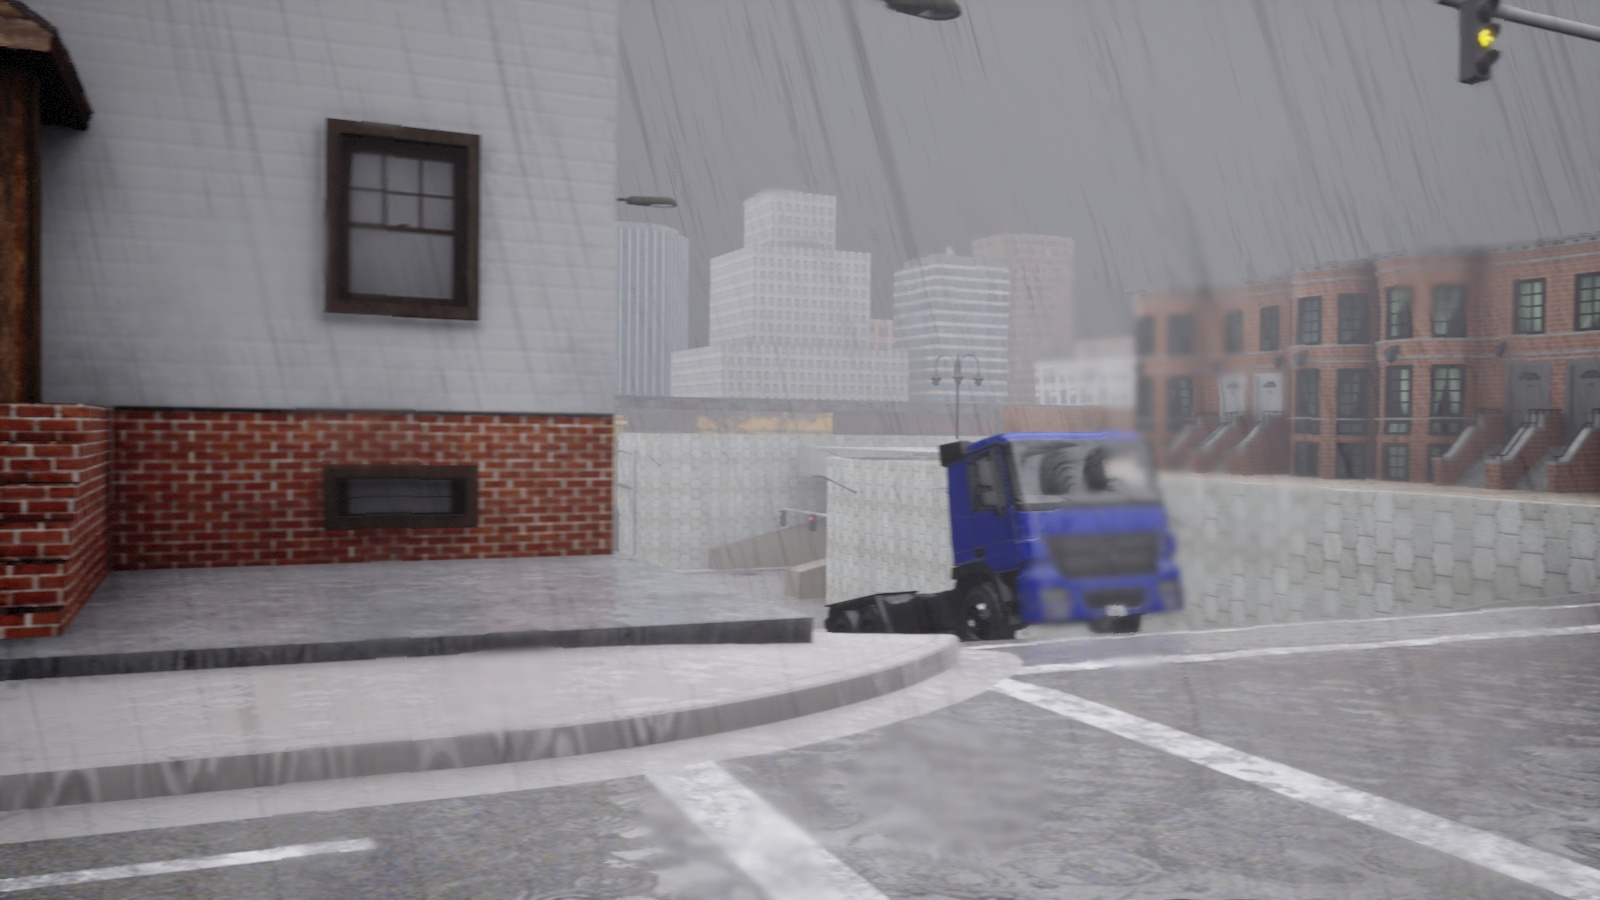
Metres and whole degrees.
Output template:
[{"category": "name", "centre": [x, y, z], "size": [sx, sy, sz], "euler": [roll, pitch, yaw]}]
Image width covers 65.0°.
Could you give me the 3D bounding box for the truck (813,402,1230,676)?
[{"category": "truck", "centre": [3.323, 1.844, 21.913], "size": [2.891, 3.462, 7.936], "euler": [-2, -12, -24]}]
